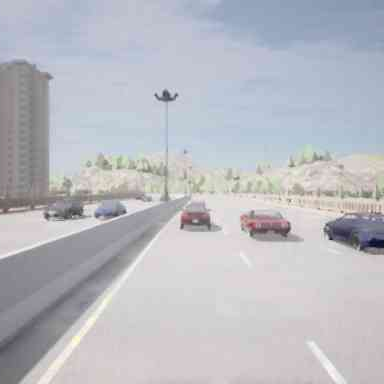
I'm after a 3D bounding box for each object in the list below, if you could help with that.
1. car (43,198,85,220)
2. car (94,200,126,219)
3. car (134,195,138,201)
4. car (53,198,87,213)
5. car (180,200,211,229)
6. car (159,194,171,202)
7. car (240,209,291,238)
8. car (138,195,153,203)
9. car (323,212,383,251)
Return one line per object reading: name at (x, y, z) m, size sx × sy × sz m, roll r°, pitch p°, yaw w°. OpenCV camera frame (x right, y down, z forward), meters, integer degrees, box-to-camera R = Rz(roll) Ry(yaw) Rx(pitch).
car at (-10.329, 1.427, 27.118) m, size 2.128 × 1.511 × 4.902 m, roll 0°, pitch 0°, yaw 2°
car at (-6.803, 1.459, 28.126) m, size 1.812 × 1.442 × 4.674 m, roll 0°, pitch 0°, yaw 2°
car at (-12.242, 1.386, 78.089) m, size 1.895 × 1.301 × 4.718 m, roll 0°, pitch 0°, yaw 2°
car at (-13.536, 1.417, 37.135) m, size 1.837 × 1.490 × 4.892 m, roll 0°, pitch 0°, yaw 2°
car at (0.252, 1.475, 21.172) m, size 1.812 × 1.442 × 4.674 m, roll 0°, pitch 0°, yaw 1°
car at (-5.524, 1.195, 68.408) m, size 2.097 × 1.767 × 4.553 m, roll 0°, pitch 0°, yaw 2°
car at (3.672, 1.559, 17.525) m, size 1.895 × 1.301 × 4.718 m, roll 0°, pitch 0°, yaw 1°
car at (-9.048, 1.360, 67.649) m, size 2.128 × 1.511 × 4.902 m, roll 0°, pitch 0°, yaw 2°
car at (7.134, 1.531, 13.923) m, size 1.994 × 1.385 × 4.181 m, roll 0°, pitch 0°, yaw 0°
